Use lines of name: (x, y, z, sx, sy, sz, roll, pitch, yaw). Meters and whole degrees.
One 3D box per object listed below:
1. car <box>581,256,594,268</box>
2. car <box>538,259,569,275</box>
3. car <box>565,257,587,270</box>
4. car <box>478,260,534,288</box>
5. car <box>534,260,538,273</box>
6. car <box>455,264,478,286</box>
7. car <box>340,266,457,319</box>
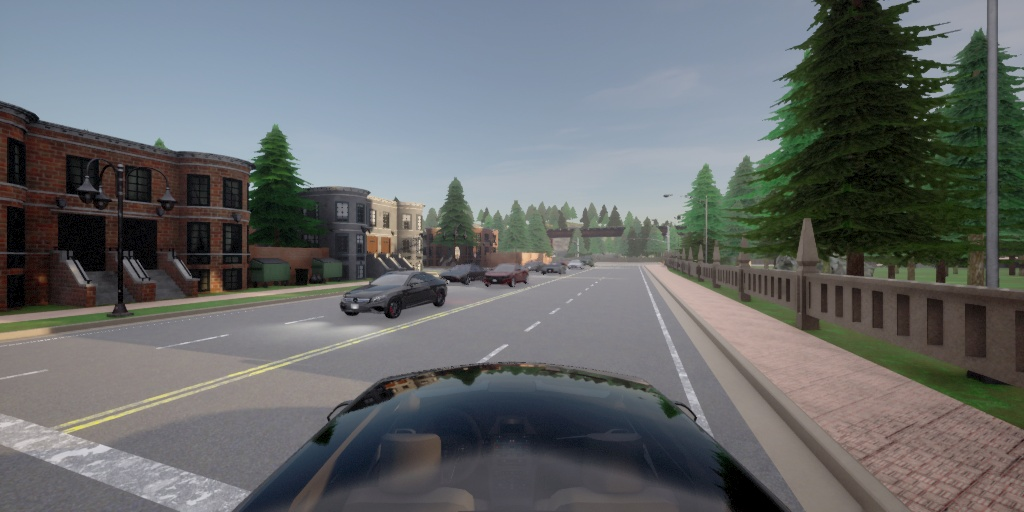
car: (13.089, 0.970, 63.015, 2.150, 2.045, 5.566, 0, 0, 19)
car: (4.441, 1.314, 37.921, 1.994, 1.385, 4.181, 0, 0, 18)
car: (9.229, 1.276, 51.863, 1.812, 1.442, 4.674, 0, 0, 19)
car: (-0.251, 1.228, 24.217, 1.882, 1.535, 5.008, 0, 0, 19)
car: (2.594, 1.240, 43.317, 2.128, 1.511, 4.902, 0, 0, 19)
car: (-3.350, 1.297, 25.972, 2.033, 1.411, 5.357, 0, 0, 19)
car: (-4.044, 1.276, 13.144, 1.812, 1.442, 4.674, 0, 0, 19)
